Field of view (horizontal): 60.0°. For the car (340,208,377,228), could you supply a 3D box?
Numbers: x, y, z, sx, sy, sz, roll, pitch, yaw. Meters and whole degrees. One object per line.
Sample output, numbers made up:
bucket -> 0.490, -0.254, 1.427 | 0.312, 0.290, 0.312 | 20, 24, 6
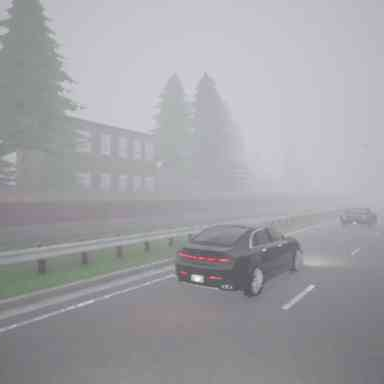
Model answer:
car -> 12.453, 1.840, 24.661 | 1.895, 1.301, 4.718 | 0, -1, 35

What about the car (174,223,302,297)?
car -> 1.496, 1.593, 9.003 | 1.837, 1.490, 4.892 | 0, -1, 35
